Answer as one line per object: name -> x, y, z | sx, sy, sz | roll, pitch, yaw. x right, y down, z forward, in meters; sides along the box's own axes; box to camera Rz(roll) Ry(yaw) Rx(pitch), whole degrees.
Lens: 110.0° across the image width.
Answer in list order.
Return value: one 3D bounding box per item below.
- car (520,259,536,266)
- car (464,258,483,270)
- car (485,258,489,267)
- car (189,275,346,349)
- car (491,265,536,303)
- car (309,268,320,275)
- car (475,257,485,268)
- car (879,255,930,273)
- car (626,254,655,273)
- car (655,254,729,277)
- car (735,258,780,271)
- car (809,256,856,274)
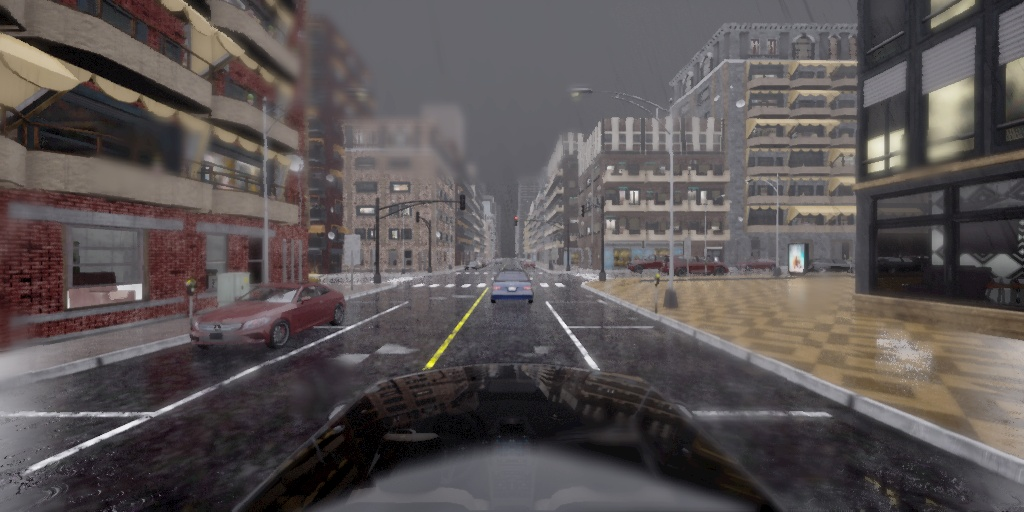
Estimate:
car -> 2.690, 1.206, 56.786 | 1.967, 1.591, 4.097 | 0, 0, 0
car -> -5.690, 1.329, 51.101 | 1.948, 1.339, 4.313 | 0, 0, 0
car -> -5.690, 1.085, 62.467 | 2.192, 1.841, 5.009 | 0, 0, 0
car -> -5.741, 1.330, 9.078 | 1.802, 1.307, 4.207 | 0, 0, 0
car -> 0.000, 1.313, 16.500 | 2.033, 1.411, 5.357 | 0, 0, 0
car -> -17.630, 1.587, 28.775 | 4.829, 1.417, 1.751 | 0, 0, 0
car -> -5.691, 1.292, 56.614 | 1.751, 1.417, 4.829 | 0, 0, 0
car -> 31.350, 0.716, 29.203 | 4.313, 1.339, 1.948 | 0, 0, 0
car -> 14.575, 0.763, 37.437 | 5.009, 1.841, 2.192 | 0, 0, 0
car -> 14.710, 0.777, 29.058 | 5.009, 1.841, 2.192 | 0, 0, 0
car -> 25.667, 0.823, 37.534 | 4.207, 1.307, 1.802 | 0, 0, 0
car -> 25.803, 0.821, 29.155 | 4.313, 1.339, 1.948 | 0, 0, 0
